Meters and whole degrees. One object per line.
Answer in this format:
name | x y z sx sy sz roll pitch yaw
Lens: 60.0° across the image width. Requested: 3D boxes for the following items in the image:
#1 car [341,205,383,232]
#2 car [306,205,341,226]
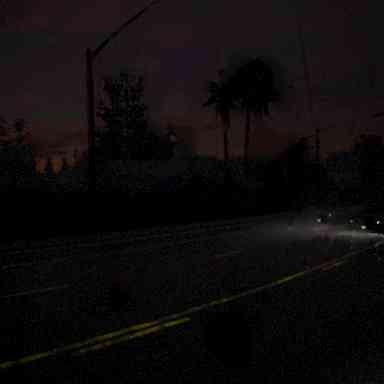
car | 11.098 1.499 19.850 2.033 1.411 5.357 -1 0 44
car | 9.996 1.585 23.725 1.895 1.301 4.718 -1 0 44
